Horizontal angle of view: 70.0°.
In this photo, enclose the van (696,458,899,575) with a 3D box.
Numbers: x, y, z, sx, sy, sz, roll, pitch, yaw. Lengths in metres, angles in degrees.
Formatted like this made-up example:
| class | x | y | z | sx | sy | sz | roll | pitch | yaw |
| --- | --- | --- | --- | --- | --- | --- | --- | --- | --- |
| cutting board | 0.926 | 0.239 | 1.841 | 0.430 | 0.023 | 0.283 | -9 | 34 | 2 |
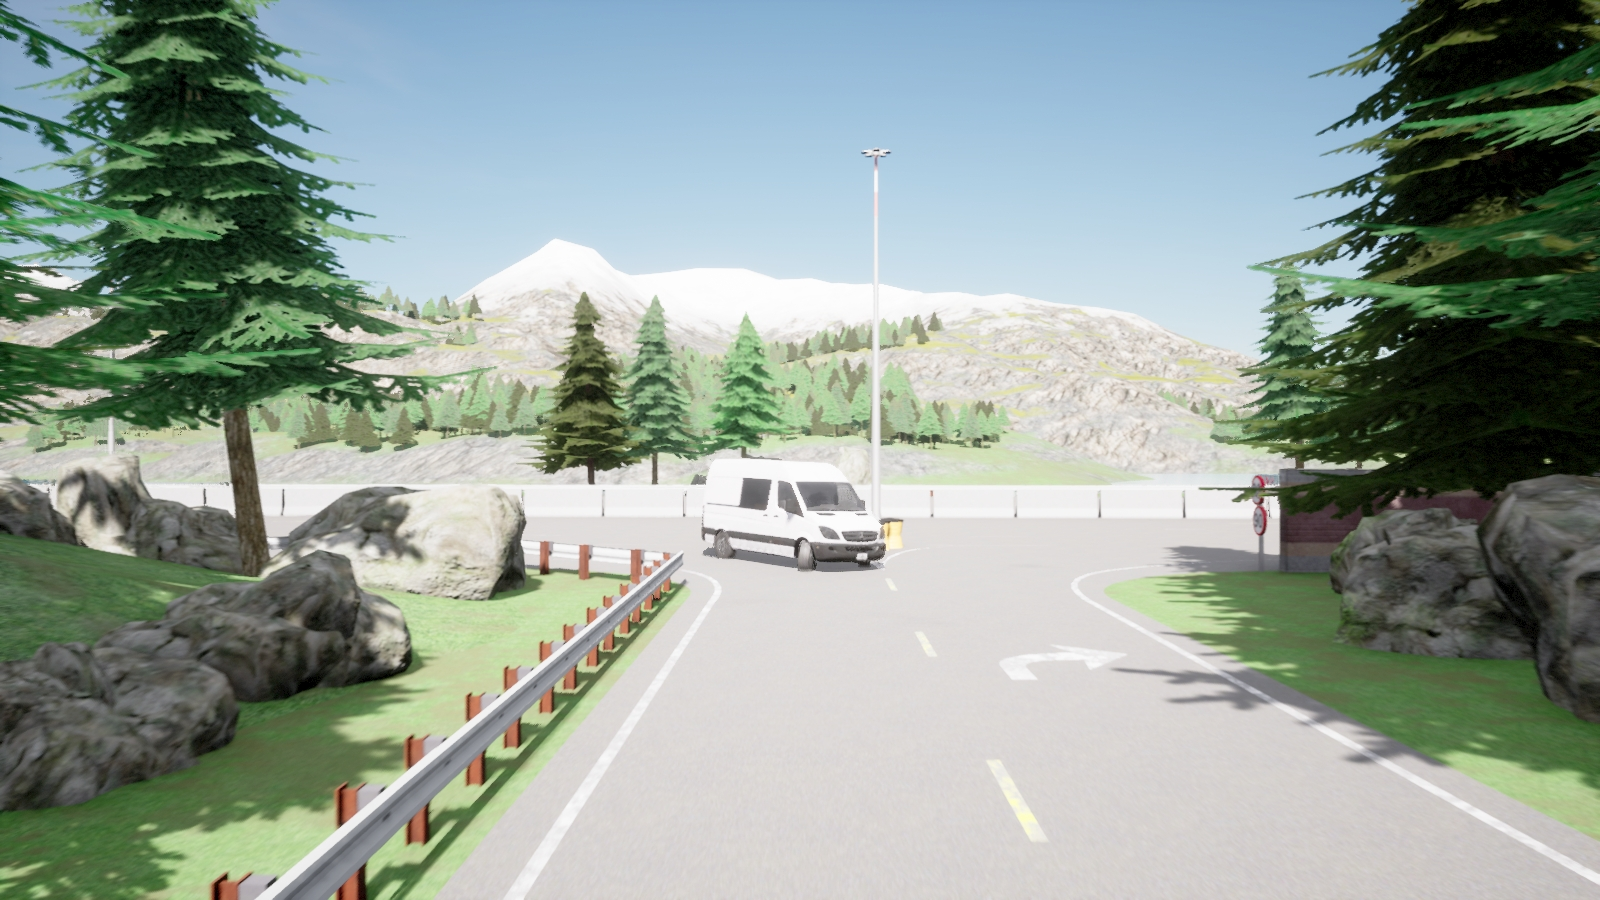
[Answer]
| class | x | y | z | sx | sy | sz | roll | pitch | yaw |
| --- | --- | --- | --- | --- | --- | --- | --- | --- | --- |
| van | -0.236 | 1.534 | 28.429 | 1.988 | 2.561 | 5.915 | 3 | -1 | -34 |
